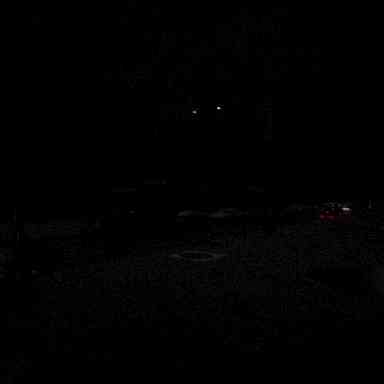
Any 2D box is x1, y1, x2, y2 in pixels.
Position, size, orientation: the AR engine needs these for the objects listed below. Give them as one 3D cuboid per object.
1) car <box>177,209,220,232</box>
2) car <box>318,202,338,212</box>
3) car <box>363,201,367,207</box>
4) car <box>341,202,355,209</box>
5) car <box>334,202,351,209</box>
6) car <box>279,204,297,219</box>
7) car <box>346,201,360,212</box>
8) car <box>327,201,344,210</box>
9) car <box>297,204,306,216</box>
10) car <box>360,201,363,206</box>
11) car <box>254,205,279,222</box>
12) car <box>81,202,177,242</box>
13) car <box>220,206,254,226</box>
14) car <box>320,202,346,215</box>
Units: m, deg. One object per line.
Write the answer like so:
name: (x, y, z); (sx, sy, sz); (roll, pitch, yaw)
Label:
car: (-0.197, 1.817, 21.933); (1.802, 1.307, 4.206); (-1, -1, 35)
car: (21.669, 2.318, 52.789); (2.008, 1.369, 4.403); (-1, -1, 35)
car: (40.410, 2.787, 79.236); (1.947, 1.339, 4.313); (-1, -1, 35)
car: (31.040, 2.575, 66.013); (1.802, 1.307, 4.206); (-1, -1, 35)
car: (27.916, 2.484, 61.605); (1.947, 1.339, 4.313); (-1, -1, 35)
car: (9.174, 2.030, 35.157); (1.947, 1.339, 4.313); (-1, -1, 35)
car: (23.903, 2.272, 51.192); (2.128, 1.511, 4.902); (0, -1, 36)
car: (24.695, 2.366, 57.059); (1.752, 1.417, 4.829); (-1, -1, 35)
car: (12.298, 2.091, 39.565); (2.008, 1.369, 4.403); (-1, -1, 35)
car: (34.164, 2.634, 70.420); (1.947, 1.339, 4.313); (-1, -1, 35)
car: (6.051, 1.954, 30.749); (1.947, 1.339, 4.313); (-1, -1, 35)
car: (-3.320, 1.473, 17.530); (2.192, 1.841, 5.009); (-1, -1, 35)
car: (2.829, 1.834, 26.203); (1.752, 1.417, 4.829); (-1, -1, 35)
car: (18.110, 2.241, 43.015); (1.895, 1.301, 4.718); (0, -1, 35)
